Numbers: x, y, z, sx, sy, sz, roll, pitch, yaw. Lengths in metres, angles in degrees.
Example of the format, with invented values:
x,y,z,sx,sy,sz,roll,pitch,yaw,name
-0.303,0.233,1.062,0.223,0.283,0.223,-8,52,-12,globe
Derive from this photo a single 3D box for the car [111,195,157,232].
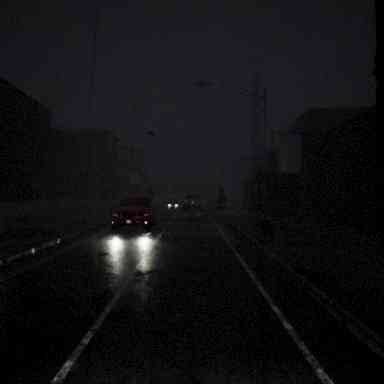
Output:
x,y,z,sx,sy,sz,roll,pitch,yaw,name
-3.426,1.231,20.642,2.150,2.045,5.566,0,0,0,car

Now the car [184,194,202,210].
x,y,z,sx,sy,sz,roll,pitch,yaw,name
0.109,1.288,43.054,2.150,2.045,5.566,0,0,1,car

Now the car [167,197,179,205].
x,y,z,sx,sy,sz,roll,pitch,yaw,name
-3.543,1.714,62.170,1.994,1.385,4.181,0,0,0,car
